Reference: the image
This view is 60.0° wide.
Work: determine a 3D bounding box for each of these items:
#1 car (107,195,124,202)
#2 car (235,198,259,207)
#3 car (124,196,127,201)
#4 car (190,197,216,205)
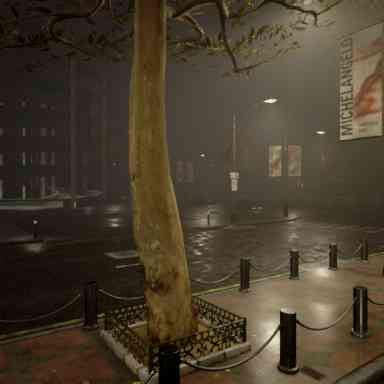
[{"bbox_3d":[-19.027,1.474,77.398,4.674,1.442,1.812,0,0,12],"label":"car"},{"bbox_3d":[8.013,1.564,49.576,1.994,1.385,4.181,0,0,-36],"label":"car"},{"bbox_3d":[-18.068,1.464,80.764,4.674,1.442,1.812,0,0,12],"label":"car"},{"bbox_3d":[1.861,1.547,58.039,2.033,1.411,5.357,0,0,-38],"label":"car"}]
